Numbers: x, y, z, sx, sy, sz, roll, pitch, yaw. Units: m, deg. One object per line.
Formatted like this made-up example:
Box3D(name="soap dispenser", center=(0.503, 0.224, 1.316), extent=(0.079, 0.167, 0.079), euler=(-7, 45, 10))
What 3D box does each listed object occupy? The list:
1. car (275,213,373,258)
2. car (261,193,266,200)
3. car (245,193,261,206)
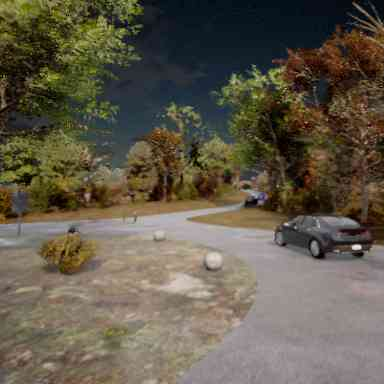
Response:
Box3D(name="car", center=(5.001, 1.618, 13.341), extent=(1.837, 1.490, 4.892), euler=(0, -1, -10))
Box3D(name="car", center=(18.717, 1.354, 88.893), extent=(2.150, 2.045, 5.566), euler=(-1, 2, 15))
Box3D(name="car", center=(12.612, 1.812, 70.277), extent=(2.150, 2.045, 5.566), euler=(-1, 1, 20))
